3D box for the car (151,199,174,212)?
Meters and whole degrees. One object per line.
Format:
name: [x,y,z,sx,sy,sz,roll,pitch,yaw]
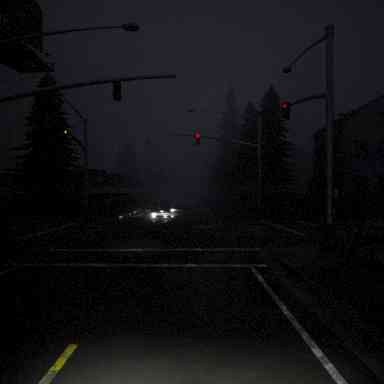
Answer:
car: [-3.468,1.564,37.691,1.994,1.385,4.181,0,0,0]
